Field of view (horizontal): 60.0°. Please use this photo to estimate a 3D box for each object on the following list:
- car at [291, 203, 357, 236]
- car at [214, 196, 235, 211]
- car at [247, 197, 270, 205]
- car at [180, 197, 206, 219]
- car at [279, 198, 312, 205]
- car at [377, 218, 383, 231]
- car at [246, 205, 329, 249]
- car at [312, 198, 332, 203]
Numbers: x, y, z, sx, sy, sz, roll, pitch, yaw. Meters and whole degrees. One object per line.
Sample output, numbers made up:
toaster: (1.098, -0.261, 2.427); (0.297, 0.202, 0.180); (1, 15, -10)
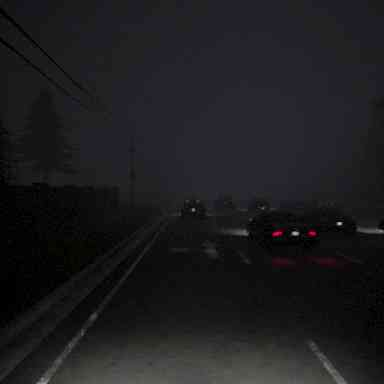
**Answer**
car: (7.101, 1.489, 18.008); (1.994, 1.385, 4.181); (0, 0, 0)
car: (3.603, 1.194, 37.650); (2.097, 1.767, 4.553); (0, 0, 0)
car: (7.102, 1.357, 35.701); (1.837, 1.490, 4.892); (0, 0, 0)
car: (0.102, 1.389, 27.620); (2.163, 1.488, 4.792); (0, 0, 0)
car: (10.602, 1.332, 35.245); (1.882, 1.535, 5.008); (0, 0, 0)
car: (10.601, 1.486, 14.919); (2.033, 1.411, 5.357); (0, 0, 0)
car: (3.601, 1.489, 14.085); (2.033, 1.411, 5.357); (0, 0, 0)
car: (14.103, 1.393, 37.423); (2.033, 1.411, 5.357); (0, 0, 0)
